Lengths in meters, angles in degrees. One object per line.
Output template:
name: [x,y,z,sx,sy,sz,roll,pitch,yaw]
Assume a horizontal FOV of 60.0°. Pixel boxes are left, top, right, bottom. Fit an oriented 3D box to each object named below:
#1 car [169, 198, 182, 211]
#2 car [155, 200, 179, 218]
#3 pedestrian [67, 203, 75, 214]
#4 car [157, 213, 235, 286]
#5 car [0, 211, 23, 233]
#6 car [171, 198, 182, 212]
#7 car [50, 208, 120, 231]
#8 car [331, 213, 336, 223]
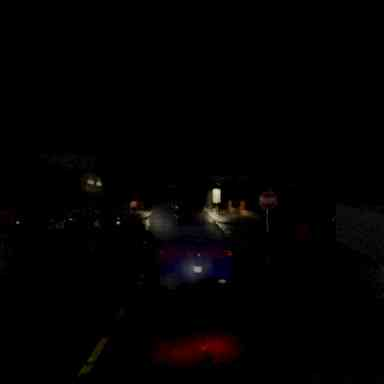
car: [-2.889,2.134,58.474,2.150,2.045,5.566,0,-1,-2]
car: [-2.808,1.968,35.525,2.128,1.511,4.902,0,-1,0]
pedestrian: [-9.642,1.721,26.434,0.375,1.860,0.375,0,-2,1]
car: [0.105,1.592,9.805,1.882,1.535,5.008,0,-1,0]
car: [-13.529,1.584,20.614,5.566,2.045,2.150,-1,-3,1]
car: [-2.800,1.997,45.132,2.097,1.767,4.553,0,-1,0]
car: [-7.519,1.919,23.454,4.892,1.490,1.837,-1,-4,10]
car: [12.277,1.649,23.205,4.902,1.511,2.128,-1,-3,1]
